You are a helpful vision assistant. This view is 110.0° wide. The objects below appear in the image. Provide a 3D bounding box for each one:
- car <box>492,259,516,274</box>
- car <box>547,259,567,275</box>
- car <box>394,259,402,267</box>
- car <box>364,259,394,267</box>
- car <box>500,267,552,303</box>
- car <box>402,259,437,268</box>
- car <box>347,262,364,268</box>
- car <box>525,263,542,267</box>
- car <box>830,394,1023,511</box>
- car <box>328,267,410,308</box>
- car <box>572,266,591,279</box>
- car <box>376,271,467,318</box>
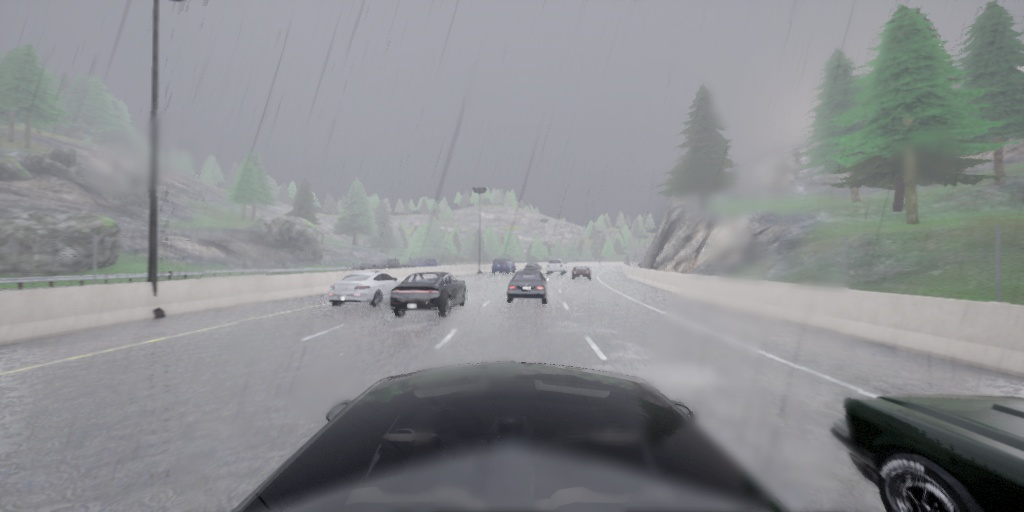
[{"bbox_3d":[-1.046,1.419,48.313,2.150,2.045,5.566,0,0,14],"label":"car"},{"bbox_3d":[6.020,1.435,47.648,2.150,2.045,5.566,0,0,14],"label":"car"},{"bbox_3d":[-14.467,1.418,52.689,2.150,2.045,5.566,0,0,15],"label":"car"},{"bbox_3d":[-18.282,1.398,51.801,2.150,2.045,5.566,0,-1,14],"label":"car"},{"bbox_3d":[0.846,1.457,17.936,2.033,1.411,5.357,0,-1,6],"label":"car"},{"bbox_3d":[-11.989,1.383,48.220,2.150,2.045,5.566,0,-1,14],"label":"car"},{"bbox_3d":[-21.866,1.658,51.875,2.128,1.511,4.902,0,-1,14],"label":"car"},{"bbox_3d":[2.927,1.726,49.420,1.837,1.490,4.892,-1,0,15],"label":"car"},{"bbox_3d":[3.649,1.354,0.869,1.895,1.301,4.718,0,-1,0],"label":"car"},{"bbox_3d":[-6.286,1.394,16.036,1.812,1.442,4.674,0,0,5],"label":"car"},{"bbox_3d":[7.436,1.727,38.259,1.895,1.301,4.718,0,-1,12],"label":"car"},{"bbox_3d":[-2.944,1.347,13.517,2.128,1.511,4.902,0,0,3],"label":"car"}]
